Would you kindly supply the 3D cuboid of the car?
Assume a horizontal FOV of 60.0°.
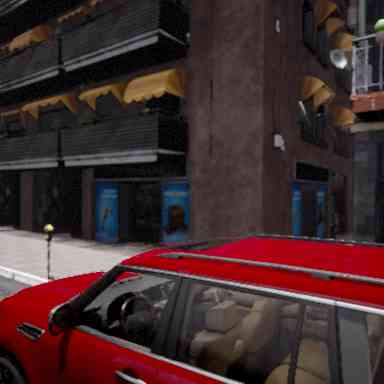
[{"bbox_3d":[0.270,1.300,2.684,5.009,1.841,2.192,1,0,36],"label":"car"}]
